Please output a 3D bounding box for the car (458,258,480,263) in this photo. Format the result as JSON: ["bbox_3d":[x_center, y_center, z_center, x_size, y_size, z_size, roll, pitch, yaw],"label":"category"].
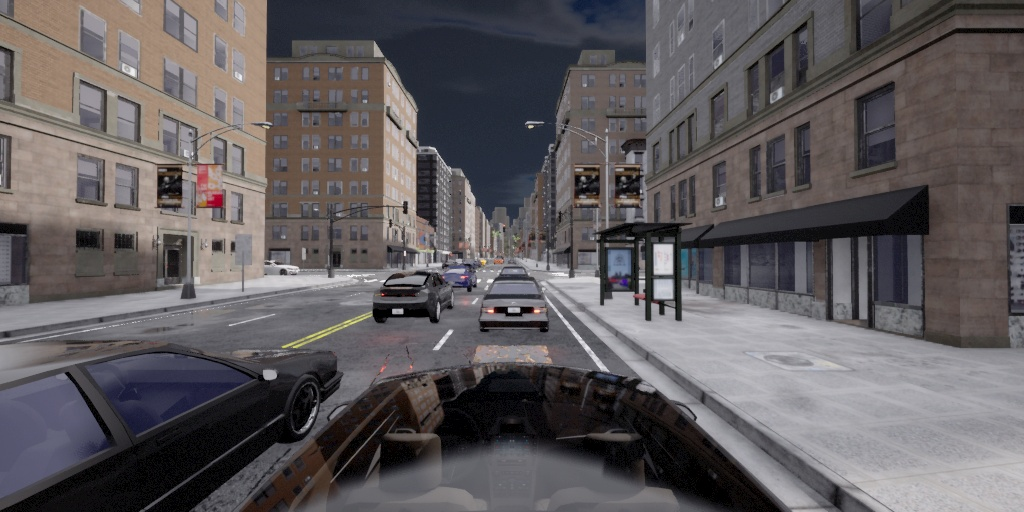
[{"bbox_3d":[-6.590,1.121,55.199,2.097,1.767,4.553,0,0,0],"label":"car"}]

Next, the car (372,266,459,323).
[{"bbox_3d":[-3.138,1.258,12.142,1.837,1.490,4.892,0,0,-1],"label":"car"}]

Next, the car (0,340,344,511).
[{"bbox_3d":[-3.149,1.298,2.268,2.033,1.411,5.357,0,0,0],"label":"car"}]

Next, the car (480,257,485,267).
[{"bbox_3d":[-6.557,1.260,64.339,2.128,1.511,4.902,0,0,0],"label":"car"}]

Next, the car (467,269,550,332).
[{"bbox_3d":[0.081,1.300,10.803,2.033,1.411,5.357,0,0,1],"label":"car"}]

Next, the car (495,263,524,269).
[{"bbox_3d":[0.090,1.304,20.860,2.033,1.411,5.357,0,0,0],"label":"car"}]

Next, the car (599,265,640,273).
[{"bbox_3d":[13.126,1.386,43.908,4.892,1.490,1.837,0,-1,0],"label":"car"}]

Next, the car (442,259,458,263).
[{"bbox_3d":[-9.804,1.273,56.890,1.837,1.490,4.892,0,0,3],"label":"car"}]

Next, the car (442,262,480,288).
[{"bbox_3d":[-3.152,1.282,21.181,1.812,1.442,4.674,0,0,0],"label":"car"}]

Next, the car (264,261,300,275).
[{"bbox_3d":[-22.622,1.155,33.836,4.674,1.442,1.812,0,-1,-1],"label":"car"}]
